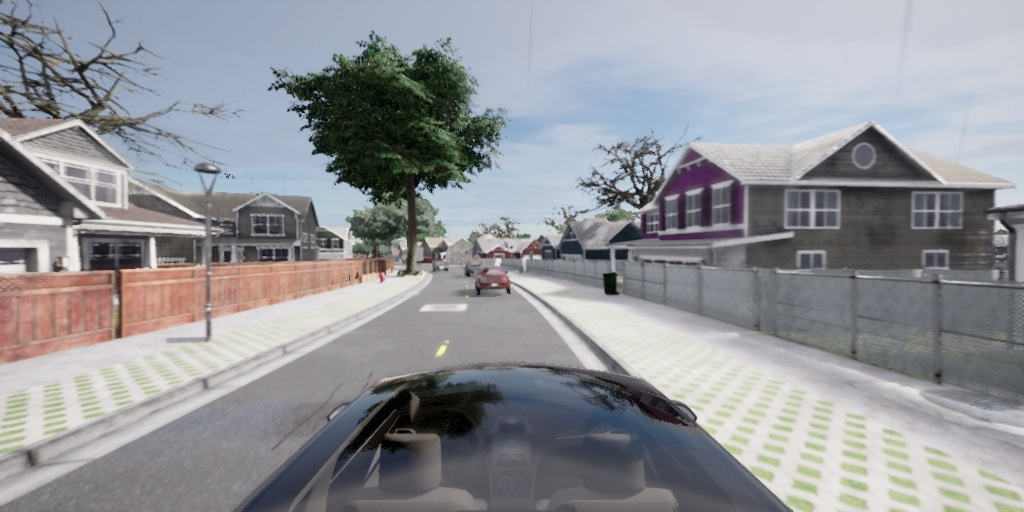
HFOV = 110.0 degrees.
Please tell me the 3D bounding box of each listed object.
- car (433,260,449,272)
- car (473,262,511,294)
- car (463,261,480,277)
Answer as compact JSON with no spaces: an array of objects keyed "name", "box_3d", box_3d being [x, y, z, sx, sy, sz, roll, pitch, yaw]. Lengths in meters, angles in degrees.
[{"name":"car","box_3d":[-9.445,1.339,47.310,2.128,1.511,4.902,-1,0,-16]},{"name":"car","box_3d":[-1.139,1.284,20.375,1.812,1.442,4.674,0,0,-7]},{"name":"car","box_3d":[-3.870,1.277,36.765,2.128,1.511,4.902,0,0,-12]}]
